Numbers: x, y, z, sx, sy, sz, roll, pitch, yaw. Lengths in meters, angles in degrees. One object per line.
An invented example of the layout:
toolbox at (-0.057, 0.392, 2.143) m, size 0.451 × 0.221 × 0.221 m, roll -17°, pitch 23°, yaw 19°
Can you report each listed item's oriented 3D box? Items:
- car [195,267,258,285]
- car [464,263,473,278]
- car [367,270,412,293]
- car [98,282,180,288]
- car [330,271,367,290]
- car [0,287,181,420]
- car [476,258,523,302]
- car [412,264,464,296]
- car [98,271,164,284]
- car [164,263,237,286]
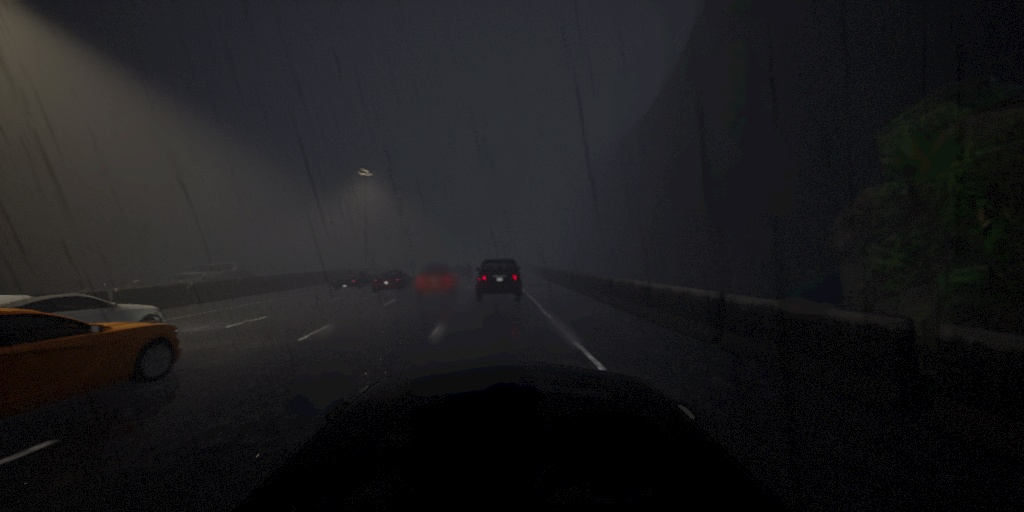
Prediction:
car at (-22.416, 1.896, 28.805) m, size 1.812 × 1.442 × 4.674 m, roll -1°, pitch 0°, yaw -3°
car at (-5.255, 1.559, 39.238) m, size 2.128 × 1.511 × 4.902 m, roll -1°, pitch 0°, yaw -3°
car at (-7.984, 1.656, 24.421) m, size 1.994 × 1.385 × 4.181 m, roll -1°, pitch 0°, yaw -3°
car at (-10.644, 1.549, 8.192) m, size 1.812 × 1.442 × 4.674 m, roll -1°, pitch -1°, yaw -3°
car at (-11.613, 1.767, 26.810) m, size 1.895 × 1.301 × 4.718 m, roll -1°, pitch 0°, yaw -3°
car at (-6.949, 1.391, 4.516) m, size 1.882 × 1.535 × 5.008 m, roll -1°, pitch -1°, yaw -3°
car at (-0.684, 1.148, 18.689) m, size 2.150 × 2.045 × 5.566 m, roll -1°, pitch 0°, yaw -3°
car at (-4.344, 1.363, 21.723) m, size 2.097 × 1.767 × 4.553 m, roll -1°, pitch 0°, yaw -3°
car at (-33.053, 2.076, 31.418) m, size 1.837 × 1.490 × 4.892 m, roll -1°, pitch 0°, yaw -3°
car at (-26.024, 1.661, 30.802) m, size 2.150 × 2.045 × 5.566 m, roll -1°, pitch 0°, yaw -3°
